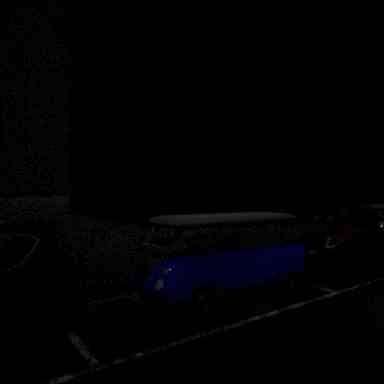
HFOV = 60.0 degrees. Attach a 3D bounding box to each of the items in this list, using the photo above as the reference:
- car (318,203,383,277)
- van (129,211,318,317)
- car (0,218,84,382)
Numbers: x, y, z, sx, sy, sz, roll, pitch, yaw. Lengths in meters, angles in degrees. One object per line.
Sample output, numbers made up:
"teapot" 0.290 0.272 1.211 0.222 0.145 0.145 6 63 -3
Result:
"car" 5.275 1.311 10.408 5.009 1.841 2.192 0 0 -35
"van" 0.707 1.339 7.150 3.998 1.788 1.690 0 0 -35
"car" -3.859 1.315 3.894 5.009 1.841 2.192 0 0 -35
